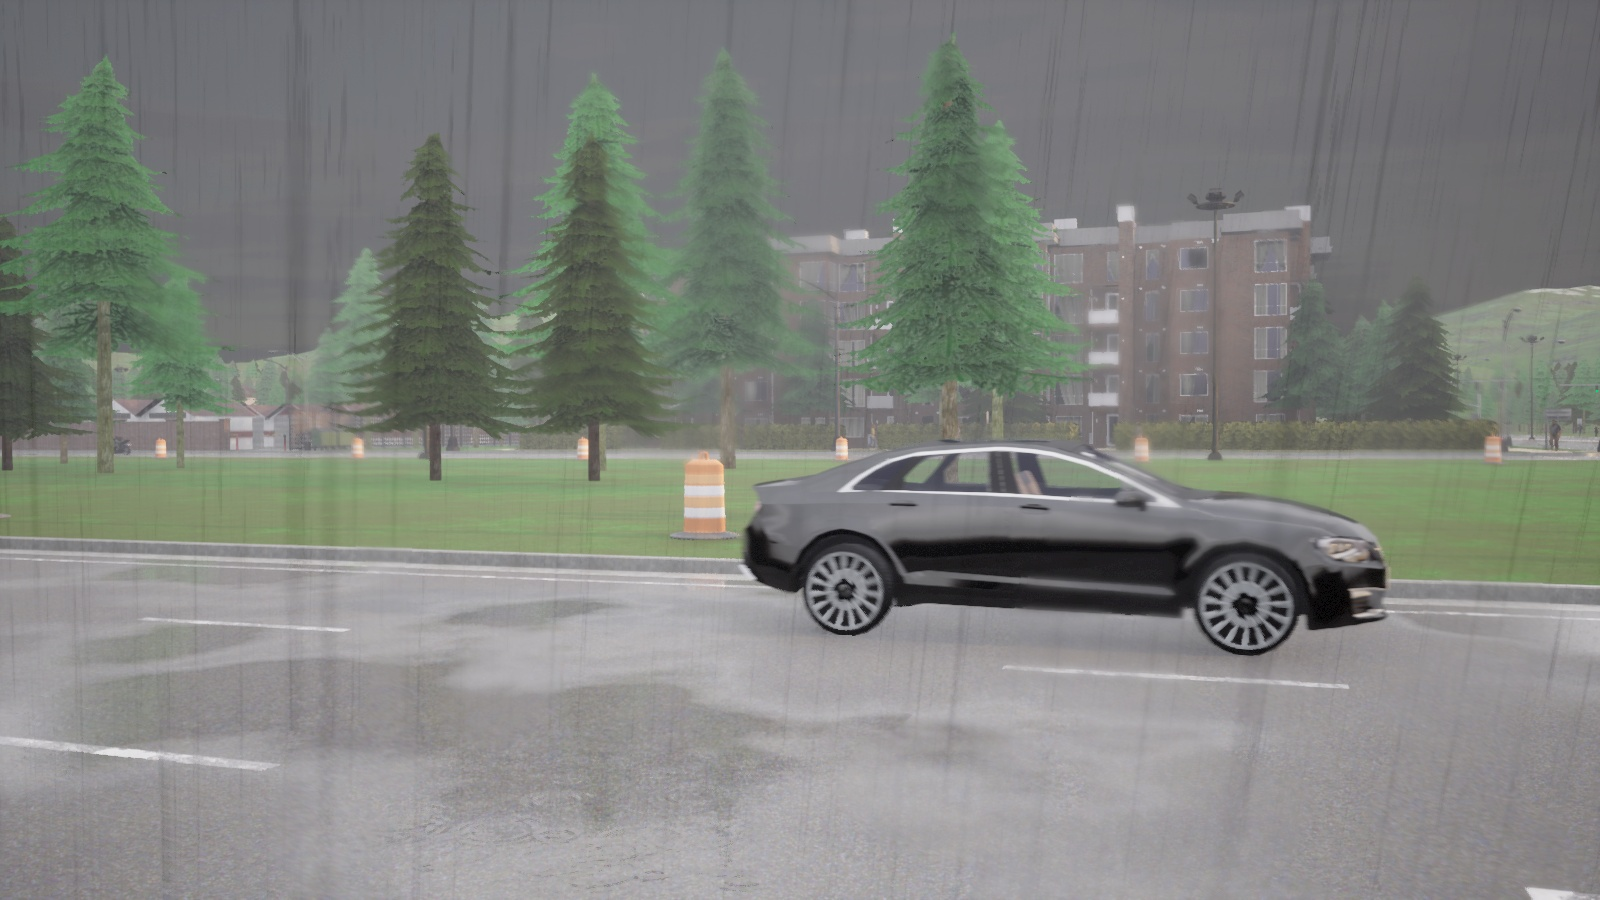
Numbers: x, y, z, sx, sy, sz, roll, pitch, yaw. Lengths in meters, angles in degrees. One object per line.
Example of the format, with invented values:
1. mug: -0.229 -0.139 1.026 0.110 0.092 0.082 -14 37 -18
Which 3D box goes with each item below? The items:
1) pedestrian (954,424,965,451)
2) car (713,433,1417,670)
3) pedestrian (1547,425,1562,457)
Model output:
1. pedestrian: 10.605 -0.837 83.459 0.706 1.836 0.354 1 1 19
2. car: 1.997 0.632 9.906 4.902 1.511 2.128 1 1 19
3. pedestrian: 42.968 -0.523 71.549 0.694 1.848 0.540 -1 1 -43
